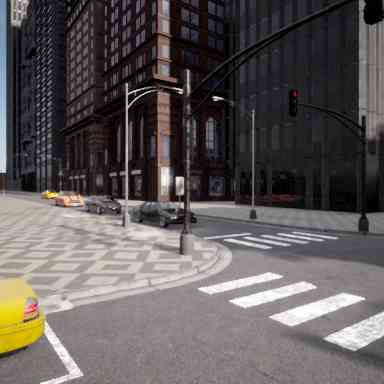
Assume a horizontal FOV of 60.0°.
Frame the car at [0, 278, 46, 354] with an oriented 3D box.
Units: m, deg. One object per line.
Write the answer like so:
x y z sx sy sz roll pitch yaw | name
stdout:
-4.267 1.525 3.606 4.829 1.417 1.752 0 0 -35 | car

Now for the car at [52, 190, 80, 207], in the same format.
-13.431 0.682 36.347 2.097 1.767 4.553 0 1 -35 | car

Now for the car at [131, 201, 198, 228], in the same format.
-1.873 1.237 20.263 2.033 1.411 5.357 0 1 -36 | car

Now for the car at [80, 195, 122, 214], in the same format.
-7.585 1.013 28.209 1.837 1.490 4.892 0 1 -36 | car

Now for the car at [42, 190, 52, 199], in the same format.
-24.387 0.423 57.045 1.882 1.535 5.008 0 1 -35 | car
